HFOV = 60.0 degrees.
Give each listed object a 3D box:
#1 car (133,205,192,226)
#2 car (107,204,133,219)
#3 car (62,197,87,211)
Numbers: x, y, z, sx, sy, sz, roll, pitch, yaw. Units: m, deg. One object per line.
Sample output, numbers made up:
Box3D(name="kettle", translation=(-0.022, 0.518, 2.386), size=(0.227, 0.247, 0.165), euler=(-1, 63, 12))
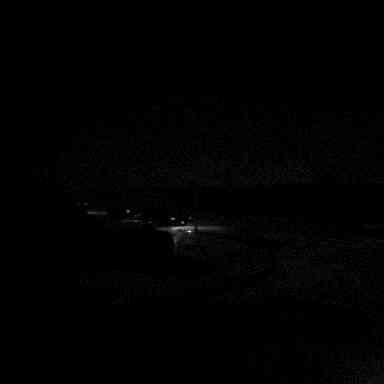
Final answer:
Box3D(name="car", translation=(-2.171, 1.725, 25.226), size=(2.033, 1.411, 5.357), euler=(1, -1, -35))
Box3D(name="car", translation=(-6.215, 1.780, 31.065), size=(1.895, 1.301, 4.718), euler=(1, -1, -36))
Box3D(name="car", translation=(-15.454, 1.529, 43.837), size=(2.097, 1.767, 4.553), euler=(1, 0, -36))
